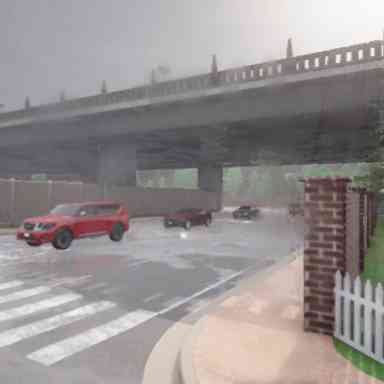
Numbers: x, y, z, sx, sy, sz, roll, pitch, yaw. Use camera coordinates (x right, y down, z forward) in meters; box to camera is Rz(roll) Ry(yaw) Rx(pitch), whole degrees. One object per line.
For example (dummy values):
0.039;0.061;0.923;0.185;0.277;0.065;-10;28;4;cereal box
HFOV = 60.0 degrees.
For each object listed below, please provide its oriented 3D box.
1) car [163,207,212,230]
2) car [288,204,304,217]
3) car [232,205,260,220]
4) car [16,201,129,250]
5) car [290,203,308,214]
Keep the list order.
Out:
-0.251;1.907;24.995;1.882;1.535;5.008;0;-1;30;car
13.446;2.352;42.356;1.837;1.490;4.892;0;-1;25;car
5.922;2.168;35.811;1.837;1.490;4.892;0;-1;29;car
-5.409;1.457;16.041;2.150;2.045;5.566;0;-1;30;car
16.591;2.551;51.831;1.812;1.442;4.674;1;-1;7;car
